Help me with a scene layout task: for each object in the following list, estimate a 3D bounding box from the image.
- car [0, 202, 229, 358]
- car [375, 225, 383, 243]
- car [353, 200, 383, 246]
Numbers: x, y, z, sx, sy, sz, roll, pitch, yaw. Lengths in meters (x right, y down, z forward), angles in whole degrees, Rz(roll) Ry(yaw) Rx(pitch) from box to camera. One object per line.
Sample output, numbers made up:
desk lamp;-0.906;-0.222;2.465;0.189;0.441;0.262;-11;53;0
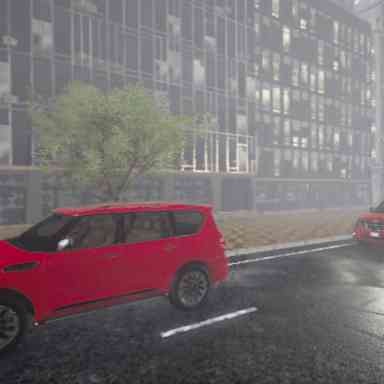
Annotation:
car;-1.829;1.226;6.251;5.566;2.045;2.150;0;0;-35
car;6.808;1.580;8.517;4.181;1.385;1.994;0;0;-35
car;9.198;1.241;14.173;5.566;2.045;2.150;0;0;-34
